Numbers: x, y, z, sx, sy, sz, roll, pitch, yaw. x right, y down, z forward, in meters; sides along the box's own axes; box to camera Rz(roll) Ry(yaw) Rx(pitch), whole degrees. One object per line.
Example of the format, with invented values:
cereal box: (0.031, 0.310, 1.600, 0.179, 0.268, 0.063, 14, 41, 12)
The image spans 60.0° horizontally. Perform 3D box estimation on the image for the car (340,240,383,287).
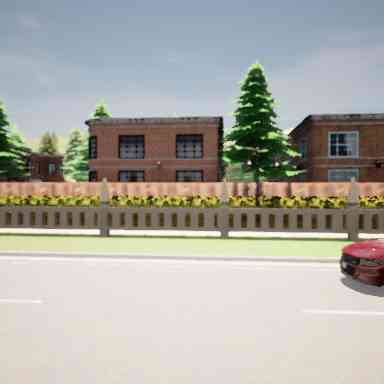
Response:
car: (6.175, 1.508, 7.824, 5.008, 1.535, 1.882, 0, 0, 5)
